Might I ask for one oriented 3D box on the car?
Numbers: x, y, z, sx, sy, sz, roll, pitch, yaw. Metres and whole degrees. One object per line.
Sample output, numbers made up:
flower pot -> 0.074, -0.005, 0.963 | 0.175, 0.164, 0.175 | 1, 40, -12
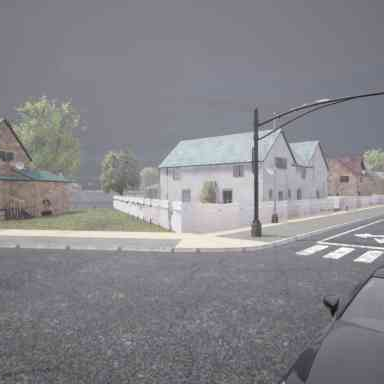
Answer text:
car -> 2.542, 1.524, 3.432 | 1.812, 1.442, 4.674 | 0, 0, 42
